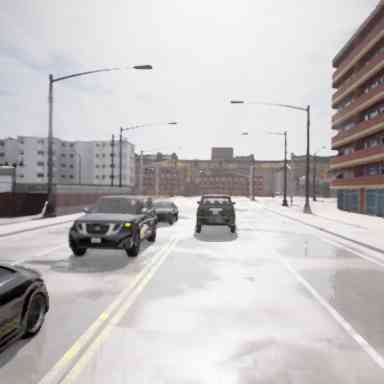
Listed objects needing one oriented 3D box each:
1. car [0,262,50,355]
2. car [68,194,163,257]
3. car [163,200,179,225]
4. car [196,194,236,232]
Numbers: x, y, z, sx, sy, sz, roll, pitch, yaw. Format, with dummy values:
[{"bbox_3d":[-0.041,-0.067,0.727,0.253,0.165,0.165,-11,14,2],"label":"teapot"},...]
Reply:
[{"bbox_3d":[-3.398,1.507,3.744,1.994,1.385,4.181,1,0,4],"label":"car"},{"bbox_3d":[-2.765,1.129,13.011,2.150,2.045,5.566,1,0,4],"label":"car"},{"bbox_3d":[-2.037,1.346,23.235,1.882,1.535,5.008,1,0,4],"label":"car"},{"bbox_3d":[1.414,1.145,19.724,2.150,2.045,5.566,1,0,4],"label":"car"}]
